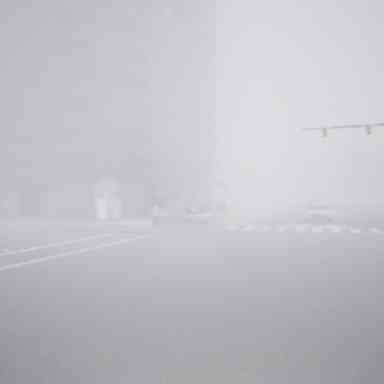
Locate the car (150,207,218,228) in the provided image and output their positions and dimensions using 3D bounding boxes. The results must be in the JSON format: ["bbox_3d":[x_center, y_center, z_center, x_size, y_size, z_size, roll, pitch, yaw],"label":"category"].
[{"bbox_3d":[-0.646,1.684,22.859,4.718,1.301,1.895,-1,0,36],"label":"car"}]

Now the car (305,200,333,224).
[{"bbox_3d":[9.927,1.608,25.979,1.812,1.442,4.674,-1,0,24],"label":"car"}]
